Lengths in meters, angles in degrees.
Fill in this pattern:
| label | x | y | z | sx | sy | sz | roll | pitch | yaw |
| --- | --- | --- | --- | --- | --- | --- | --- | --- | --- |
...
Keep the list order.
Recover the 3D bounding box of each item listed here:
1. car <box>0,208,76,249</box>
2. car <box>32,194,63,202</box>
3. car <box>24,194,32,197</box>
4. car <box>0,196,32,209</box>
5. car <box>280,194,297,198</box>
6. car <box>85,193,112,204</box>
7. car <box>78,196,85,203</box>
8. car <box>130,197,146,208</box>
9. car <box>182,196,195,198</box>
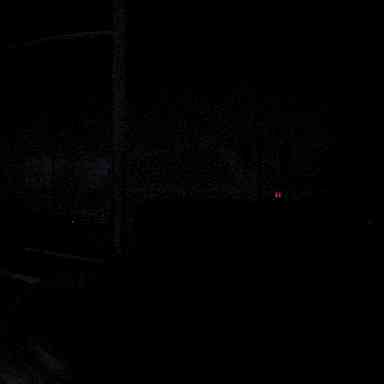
| label | x | y | z | sx | sy | sz | roll | pitch | yaw |
| --- | --- | --- | --- | --- | --- | --- | --- | --- | --- |
| car | -7.285 | 1.564 | 14.619 | 1.994 | 1.385 | 4.181 | 0 | 0 | 35 |
| car | -29.019 | 1.154 | 67.788 | 2.152 | 1.636 | 5.027 | 0 | 0 | 35 |
| car | -34.445 | 1.232 | 71.230 | 1.970 | 1.475 | 3.806 | 0 | 0 | 35 |
| car | -15.897 | 1.340 | 26.955 | 2.007 | 1.523 | 4.514 | 0 | 0 | 35 |
| car | 12.493 | 0.970 | 42.998 | 2.097 | 1.767 | 4.553 | 0 | 0 | 35 |
| car | -15.963 | 1.097 | 59.059 | 1.932 | 1.855 | 4.605 | 0 | 0 | 35 |
| car | -18.573 | 1.077 | 60.400 | 1.905 | 1.878 | 3.866 | 0 | 0 | 35 |
| car | -7.589 | 1.384 | 43.878 | 1.970 | 1.475 | 3.806 | 0 | 0 | 35 |
| car | -0.870 | 1.374 | 48.215 | 1.845 | 1.501 | 3.633 | 0 | 0 | 35 |
